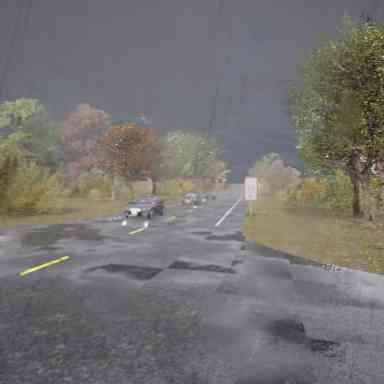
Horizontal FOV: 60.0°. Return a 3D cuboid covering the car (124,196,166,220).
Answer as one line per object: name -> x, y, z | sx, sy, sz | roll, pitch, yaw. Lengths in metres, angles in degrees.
car -> -3.224, 1.043, 23.709 | 2.128, 1.511, 4.902 | 1, 1, 11

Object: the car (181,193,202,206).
car -> -0.038, 0.863, 41.454 | 1.812, 1.442, 4.674 | 1, 1, 10

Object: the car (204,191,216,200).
car -> 3.370, 0.653, 60.476 | 1.837, 1.490, 4.892 | 1, 1, 10
